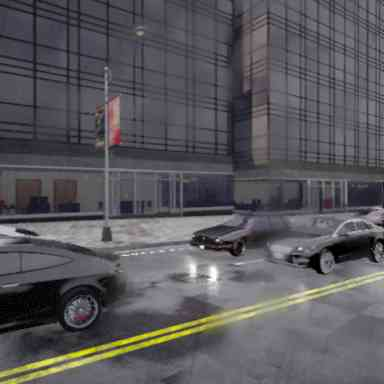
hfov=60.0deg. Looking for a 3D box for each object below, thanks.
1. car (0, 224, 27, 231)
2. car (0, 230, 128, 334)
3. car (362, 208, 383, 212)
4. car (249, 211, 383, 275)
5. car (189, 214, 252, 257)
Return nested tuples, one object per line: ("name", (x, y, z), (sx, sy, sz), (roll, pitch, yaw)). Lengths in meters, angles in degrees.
("car", (-5.507, 1.493, 7.770), (4.674, 1.442, 1.812), (1, 0, -34))
("car", (-3.328, 1.507, 5.307), (4.674, 1.442, 1.812), (1, 0, -35))
("car", (10.524, 1.656, 19.009), (4.674, 1.442, 1.812), (1, 0, -35))
("car", (4.447, 1.552, 10.777), (4.902, 1.511, 2.128), (1, 0, -35))
("car", (2.537, 1.597, 13.409), (5.357, 1.411, 2.033), (1, 0, -35))
